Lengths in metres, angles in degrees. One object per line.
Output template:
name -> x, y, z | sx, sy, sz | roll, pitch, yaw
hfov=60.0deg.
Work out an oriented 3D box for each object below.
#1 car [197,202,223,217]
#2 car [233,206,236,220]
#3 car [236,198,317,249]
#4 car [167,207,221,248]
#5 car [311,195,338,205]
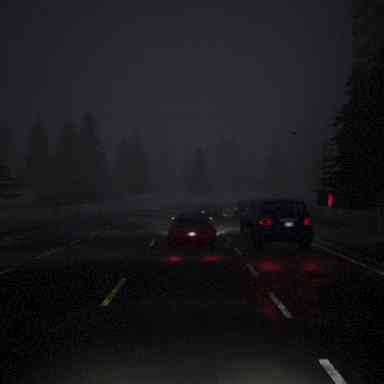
car -> 1.439, 1.572, 29.041 | 1.994, 1.385, 4.181 | 0, 0, 16
car -> 4.801, 1.366, 28.068 | 2.097, 1.767, 4.553 | 0, 0, 16
car -> 3.500, 1.258, 14.680 | 2.150, 2.045, 5.566 | 0, 0, 0
car -> 0.000, 1.572, 14.650 | 1.994, 1.385, 4.181 | 0, 0, 0
car -> 24.758, 1.404, 62.168 | 4.553, 1.767, 2.097 | 0, 0, -18
